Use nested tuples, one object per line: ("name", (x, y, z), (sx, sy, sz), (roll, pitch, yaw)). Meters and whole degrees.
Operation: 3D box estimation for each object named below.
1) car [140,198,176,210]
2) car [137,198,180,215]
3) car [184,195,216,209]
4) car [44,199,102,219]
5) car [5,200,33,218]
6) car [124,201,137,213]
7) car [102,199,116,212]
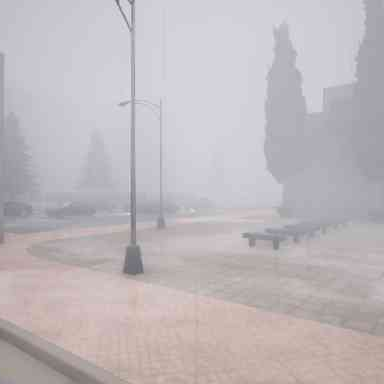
("car", (-4.354, 1.514, 43.836), (1.837, 1.490, 4.892), (0, 0, 38))
("car", (-3.128, 1.571, 33.657), (1.994, 1.385, 4.181), (0, 0, 38))
("car", (0.872, 1.513, 44.871), (1.837, 1.490, 4.892), (0, 0, 38))
("car", (-10.779, 1.534, 29.750), (1.812, 1.442, 4.674), (0, 0, 37))
("car", (-16.245, 1.514, 28.507), (1.837, 1.490, 4.892), (0, 0, 39))
("car", (-5.473, 1.572, 36.652), (1.994, 1.385, 4.181), (0, 0, 38))
("car", (-10.458, 1.501, 35.932), (2.128, 1.511, 4.902), (0, 0, 38))
